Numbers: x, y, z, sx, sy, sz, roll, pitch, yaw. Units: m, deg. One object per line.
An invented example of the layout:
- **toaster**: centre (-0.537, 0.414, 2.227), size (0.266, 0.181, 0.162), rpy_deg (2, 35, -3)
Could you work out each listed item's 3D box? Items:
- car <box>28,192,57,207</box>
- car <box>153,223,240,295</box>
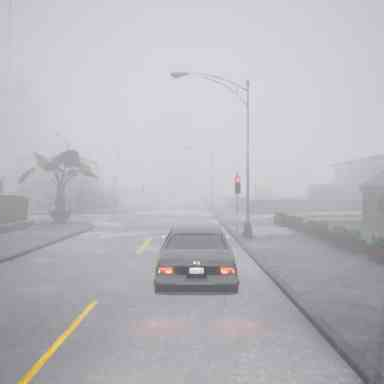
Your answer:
- **car**: centre (-19.748, 0.985, 43.898), size (1.905, 1.878, 3.866), rpy_deg (0, 0, 35)
- **car**: centre (0.099, 1.547, 8.855), size (2.033, 1.411, 5.357), rpy_deg (0, 0, 0)
